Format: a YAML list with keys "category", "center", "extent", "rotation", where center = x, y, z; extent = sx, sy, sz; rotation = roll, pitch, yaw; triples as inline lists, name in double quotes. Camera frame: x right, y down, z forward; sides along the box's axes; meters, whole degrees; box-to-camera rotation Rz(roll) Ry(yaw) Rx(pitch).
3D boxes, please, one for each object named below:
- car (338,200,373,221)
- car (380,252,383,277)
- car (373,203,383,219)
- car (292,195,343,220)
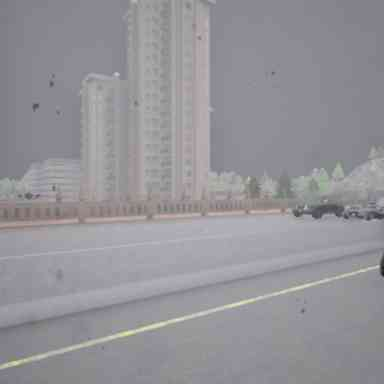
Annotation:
- category: "car"
  center: [14.140, 1.588, 27.032]
  extent: [4.181, 1.385, 1.994]
  rotation: [0, 0, -36]
- category: "car"
  center: [6.646, 1.566, 8.484]
  extent: [4.181, 1.385, 1.994]
  rotation: [0, 0, -35]
- category: "car"
  center: [15.493, 1.244, 23.666]
  extent: [5.566, 2.045, 2.150]
  rotation: [0, 0, -36]
- category: "car"
  center: [11.217, 1.245, 29.209]
  extent: [5.566, 2.045, 2.150]
  rotation: [0, 0, -36]
